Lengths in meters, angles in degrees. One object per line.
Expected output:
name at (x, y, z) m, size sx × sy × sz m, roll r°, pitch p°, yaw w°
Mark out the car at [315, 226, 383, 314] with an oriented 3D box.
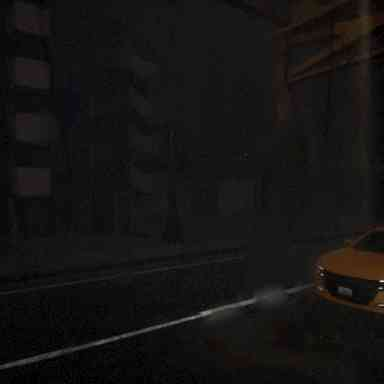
car at (4.766, 1.503, 7.388) m, size 5.008 × 1.535 × 1.882 m, roll 0°, pitch 0°, yaw -35°
